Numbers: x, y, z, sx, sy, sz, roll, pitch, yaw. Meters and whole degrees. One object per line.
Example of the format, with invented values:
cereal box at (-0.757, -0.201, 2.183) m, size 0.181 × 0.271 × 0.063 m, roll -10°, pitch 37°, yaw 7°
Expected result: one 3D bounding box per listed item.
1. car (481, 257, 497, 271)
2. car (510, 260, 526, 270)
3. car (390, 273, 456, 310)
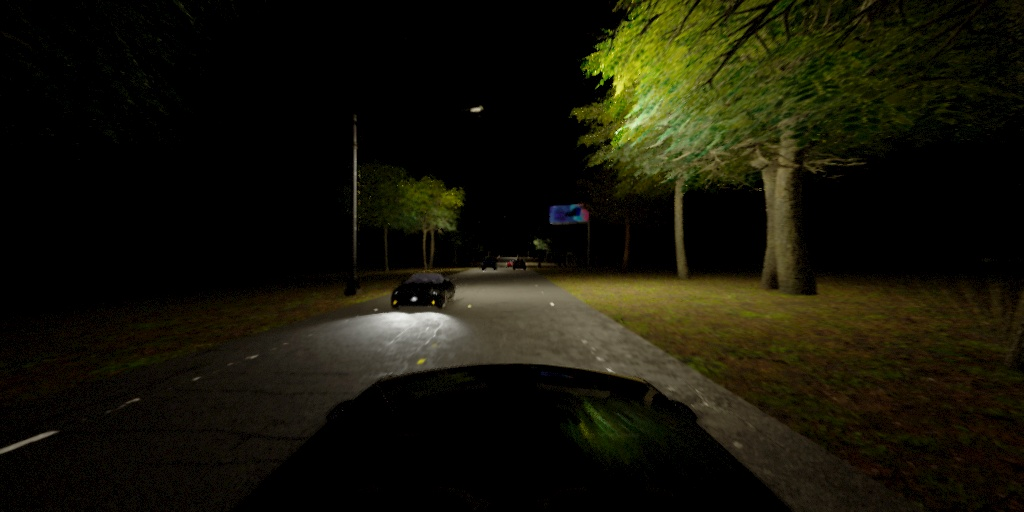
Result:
car at (-3.579, 1.230, 56.718) m, size 2.150 × 2.045 × 5.566 m, roll 0°, pitch -1°, yaw 1°
car at (1.185, 1.382, 58.412) m, size 2.097 × 1.767 × 4.553 m, roll 0°, pitch -1°, yaw 0°
car at (-3.608, 1.403, 15.185) m, size 1.994 × 1.385 × 4.181 m, roll 0°, pitch 0°, yaw 0°
